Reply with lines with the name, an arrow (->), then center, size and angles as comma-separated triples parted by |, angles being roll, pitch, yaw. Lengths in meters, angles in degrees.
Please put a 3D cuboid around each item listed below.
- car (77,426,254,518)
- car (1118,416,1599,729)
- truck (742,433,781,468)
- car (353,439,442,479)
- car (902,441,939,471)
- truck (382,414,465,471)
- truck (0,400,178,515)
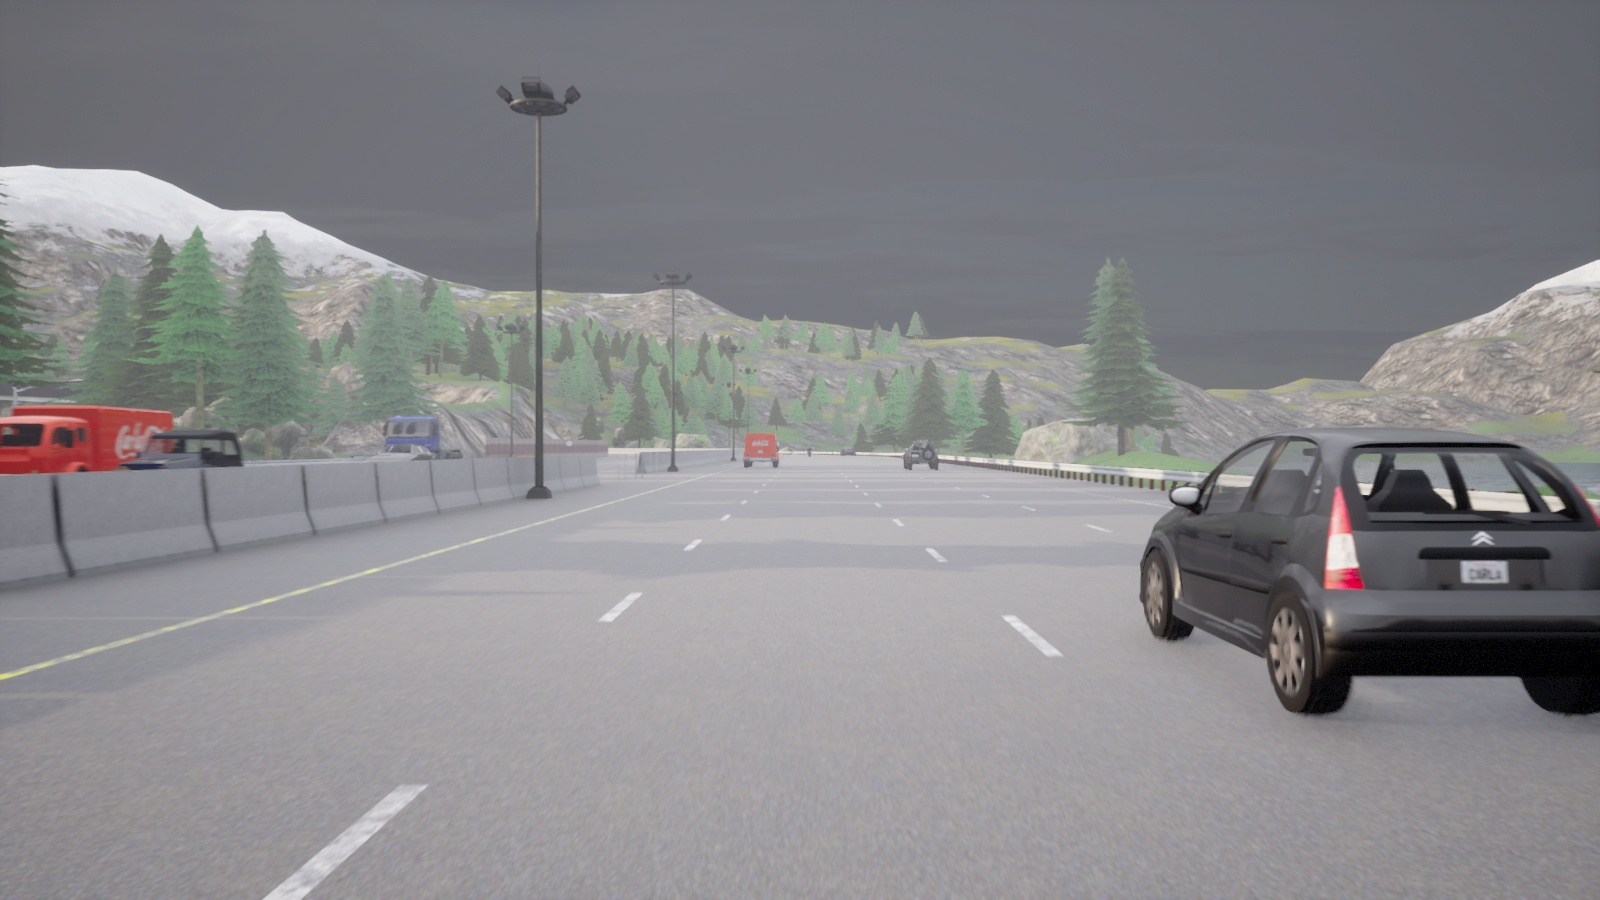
car -> -13.800, 0.455, 27.562 | 1.905, 1.878, 3.866 | 0, 0, 0
car -> 3.564, 0.624, 8.467 | 1.851, 1.617, 3.988 | 0, 0, 0
truck -> -2.757, 0.000, 91.215 | 2.627, 2.467, 5.204 | 0, 0, 0
car -> -17.078, 0.360, 53.583 | 2.152, 1.651, 5.027 | 0, 0, 0
car -> 7.646, 0.344, 79.819 | 1.932, 1.855, 4.605 | 0, 0, 0
truck -> -23.854, -0.481, 80.005 | 2.891, 3.462, 7.936 | 0, 0, 1
truck -> -17.284, 0.166, 29.626 | 2.627, 2.467, 5.204 | 0, 0, 1
